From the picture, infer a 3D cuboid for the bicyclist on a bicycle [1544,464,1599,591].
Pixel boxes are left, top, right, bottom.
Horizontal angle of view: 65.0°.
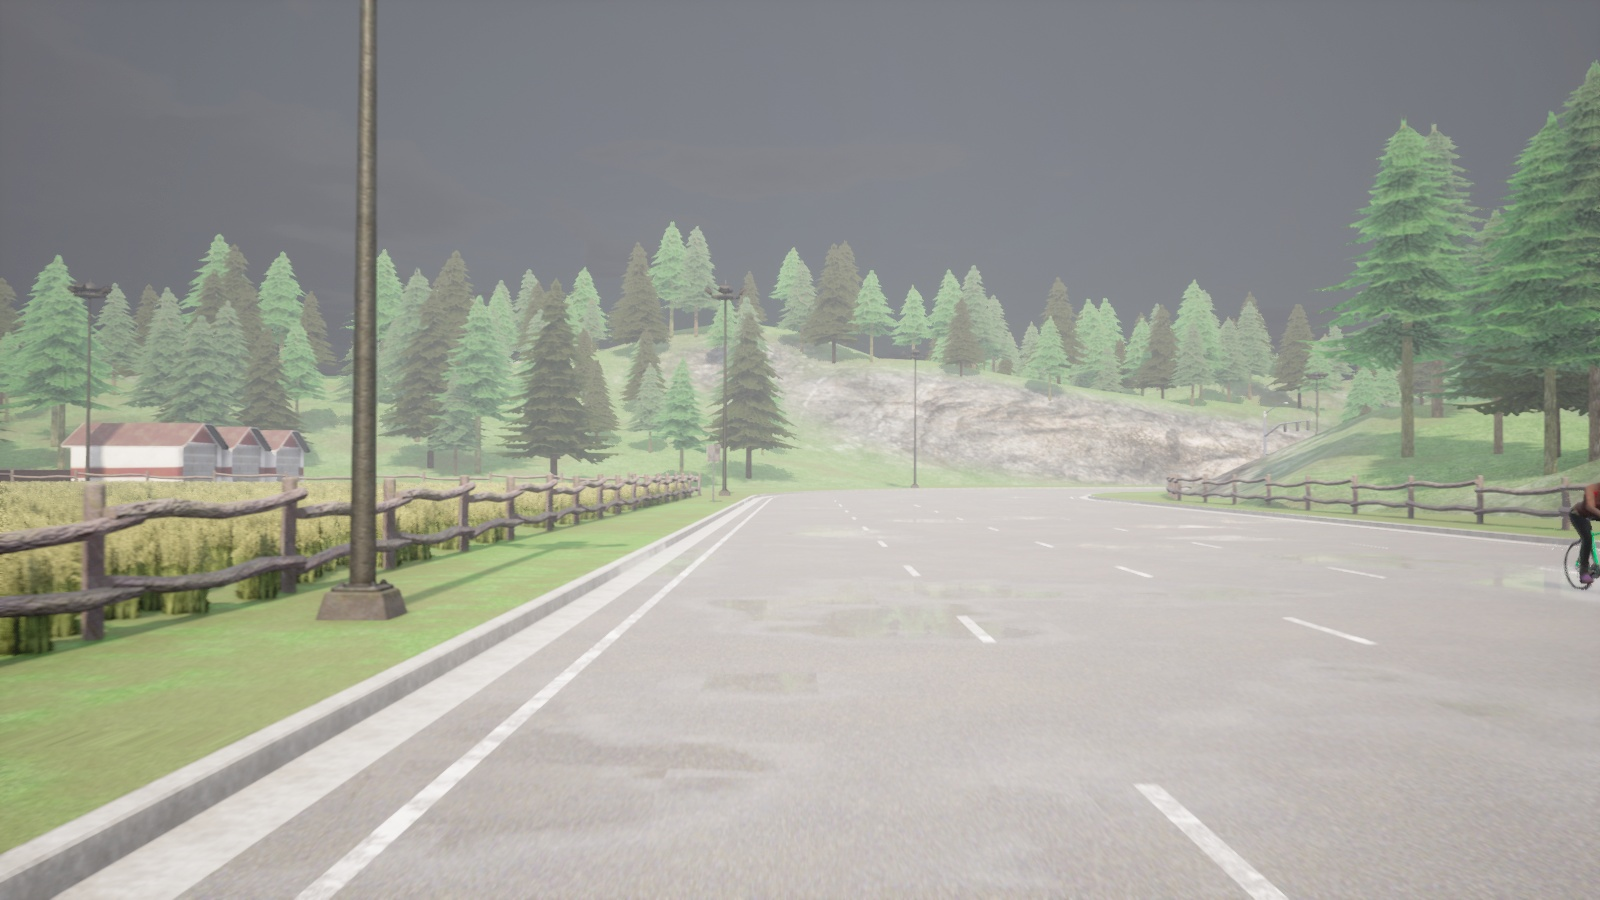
[{"bbox_3d":[10.509,1.000,16.397,0.582,1.620,1.656,0,-1,0],"label":"bicyclist on a bicycle"}]
